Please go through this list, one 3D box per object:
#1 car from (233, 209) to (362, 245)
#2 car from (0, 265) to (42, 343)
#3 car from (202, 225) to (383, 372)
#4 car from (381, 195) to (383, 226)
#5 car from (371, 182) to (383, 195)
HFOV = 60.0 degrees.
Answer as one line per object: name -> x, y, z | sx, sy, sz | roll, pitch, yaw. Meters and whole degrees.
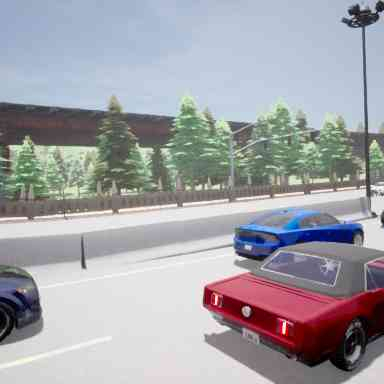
car -> 3.554, 1.283, 10.625 | 5.008, 1.535, 1.882 | -3, 2, -36
car -> -4.496, 1.563, 4.842 | 4.181, 1.385, 1.994 | 0, 0, -36
car -> 2.566, 1.528, 5.602 | 4.718, 1.301, 1.895 | -2, 1, -36
car -> 10.833, 0.880, 15.870 | 4.181, 1.385, 1.994 | -4, 2, -36
car -> 20.866, -0.350, 36.283 | 4.674, 1.442, 1.812 | -4, 2, -36
